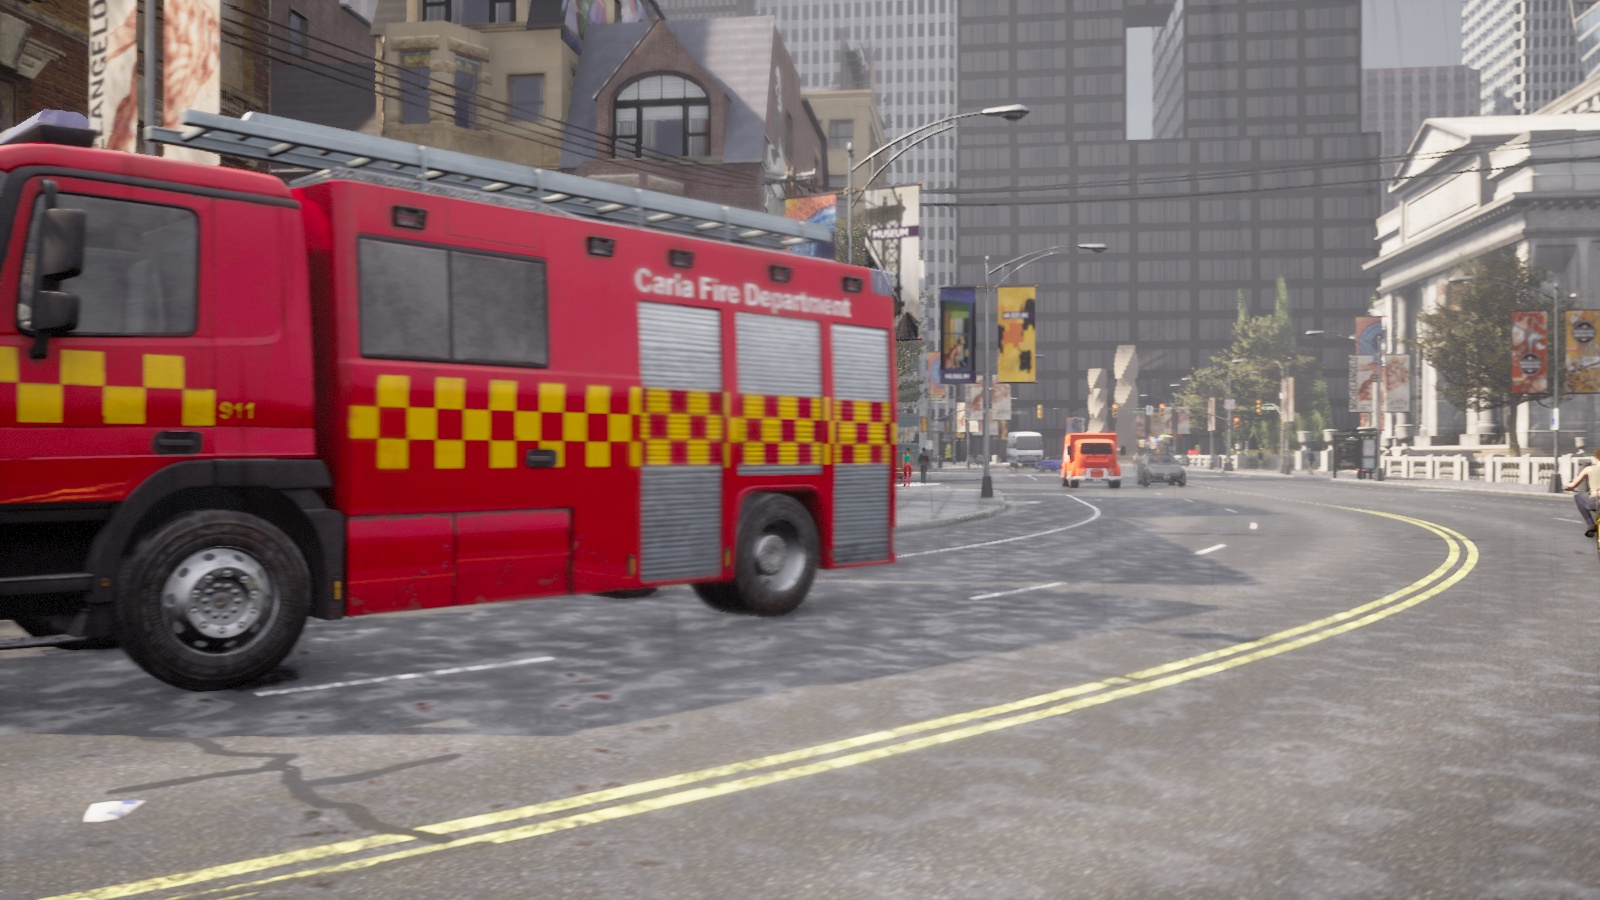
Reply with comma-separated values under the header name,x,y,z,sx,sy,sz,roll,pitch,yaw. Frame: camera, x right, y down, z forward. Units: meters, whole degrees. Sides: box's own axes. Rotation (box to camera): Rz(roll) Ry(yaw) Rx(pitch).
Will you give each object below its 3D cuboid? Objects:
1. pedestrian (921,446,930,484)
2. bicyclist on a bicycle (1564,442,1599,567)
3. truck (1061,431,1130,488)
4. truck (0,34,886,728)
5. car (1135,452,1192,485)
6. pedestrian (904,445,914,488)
name,x,y,z,sx,sy,sz,roll,pitch,yaw
pedestrian,6.445,0.754,64.548,0.402,1.930,0.666,0,0,9
bicyclist on a bicycle,10.829,0.709,16.927,0.866,1.612,1.509,-1,0,30
truck,13.272,0.415,56.748,2.627,2.467,5.204,0,0,8
truck,-3.110,-0.375,10.403,2.891,3.827,8.468,0,0,44
car,17.291,0.848,59.963,2.007,1.525,4.514,0,0,8
pedestrian,4.704,0.724,54.175,0.345,1.836,0.594,0,0,9
